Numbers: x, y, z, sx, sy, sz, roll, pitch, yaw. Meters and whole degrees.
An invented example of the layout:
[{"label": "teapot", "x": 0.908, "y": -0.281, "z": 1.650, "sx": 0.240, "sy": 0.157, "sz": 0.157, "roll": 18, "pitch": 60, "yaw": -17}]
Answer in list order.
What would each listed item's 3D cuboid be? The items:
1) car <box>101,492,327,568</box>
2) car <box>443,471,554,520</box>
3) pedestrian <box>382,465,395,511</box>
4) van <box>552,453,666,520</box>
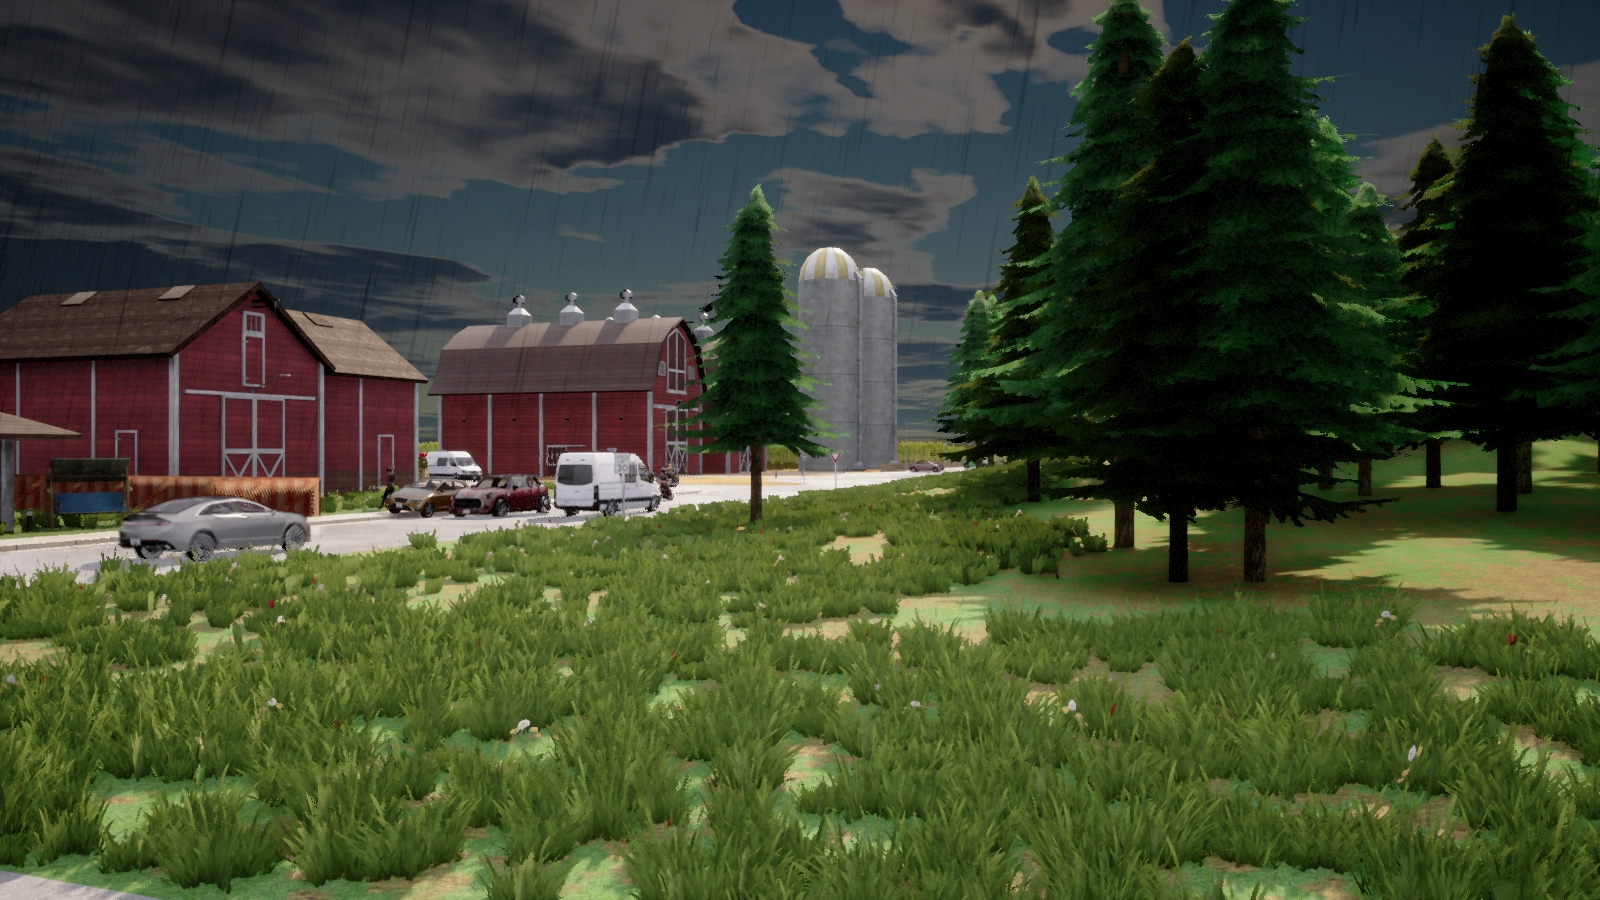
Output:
[{"label": "car", "x": -14.464, "y": 1.908, "z": 28.571, "sx": 2.128, "sy": 1.511, "sz": 4.902, "roll": 0, "pitch": 0, "yaw": 20}, {"label": "car", "x": -11.971, "y": 1.765, "z": 45.693, "sx": 2.097, "sy": 1.767, "sz": 4.553, "roll": 0, "pitch": 0, "yaw": 20}, {"label": "pedestrian", "x": -16.943, "y": 1.555, "z": 47.067, "sx": 0.375, "sy": 1.860, "sz": 0.375, "roll": 0, "pitch": 0, "yaw": 15}, {"label": "van", "x": -7.754, "y": 1.394, "z": 47.053, "sx": 1.988, "sy": 2.561, "sz": 5.915, "roll": 0, "pitch": 0, "yaw": 20}]
